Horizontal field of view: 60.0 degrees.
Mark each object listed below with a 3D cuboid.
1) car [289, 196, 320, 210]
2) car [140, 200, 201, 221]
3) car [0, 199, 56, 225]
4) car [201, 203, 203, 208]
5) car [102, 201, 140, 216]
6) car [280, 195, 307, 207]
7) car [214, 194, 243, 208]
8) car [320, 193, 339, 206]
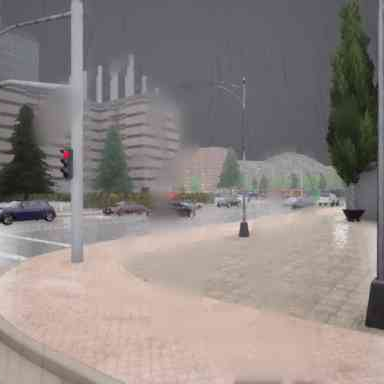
[{"bbox_3d":[14.874,1.563,43.817,1.994,1.385,4.181,0,0,37],"label":"car"},{"bbox_3d":[-1.630,1.505,27.056,1.837,1.490,4.892,0,0,36],"label":"car"},{"bbox_3d":[-12.480,1.352,24.376,2.097,1.767,4.553,0,0,36],"label":"car"},{"bbox_3d":[-0.665,1.601,40.619,1.895,1.301,4.718,0,0,36],"label":"car"},{"bbox_3d":[-6.636,1.564,32.426,1.994,1.385,4.181,0,0,36],"label":"car"},{"bbox_3d":[15.578,1.526,50.725,1.812,1.442,4.674,0,0,36],"label":"car"},{"bbox_3d":[5.484,1.505,49.009,1.837,1.490,4.892,0,0,37],"label":"car"},{"bbox_3d":[22.085,1.221,53.721,2.150,2.045,5.566,0,0,36],"label":"car"}]
